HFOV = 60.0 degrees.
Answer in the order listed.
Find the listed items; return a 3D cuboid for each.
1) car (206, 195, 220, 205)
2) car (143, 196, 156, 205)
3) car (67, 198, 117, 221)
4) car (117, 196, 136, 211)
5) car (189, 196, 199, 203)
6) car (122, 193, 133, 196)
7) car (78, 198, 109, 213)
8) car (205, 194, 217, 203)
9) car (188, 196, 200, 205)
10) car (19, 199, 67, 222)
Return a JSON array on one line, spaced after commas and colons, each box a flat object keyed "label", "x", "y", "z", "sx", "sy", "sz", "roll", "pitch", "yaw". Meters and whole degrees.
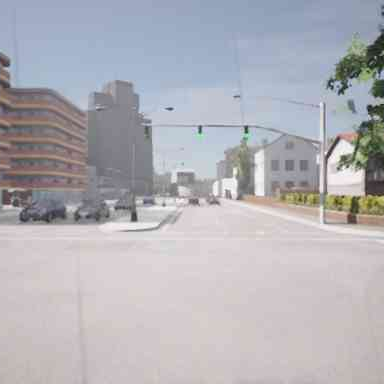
[{"label": "car", "x": 3.815, "y": 1.601, "z": 57.921, "sx": 1.895, "sy": 1.301, "sz": 4.718, "roll": 0, "pitch": 0, "yaw": 0}, {"label": "car", "x": -7.682, "y": 1.478, "z": 60.060, "sx": 1.882, "sy": 1.535, "sz": 5.008, "roll": 0, "pitch": 0, "yaw": 1}, {"label": "car", "x": -7.949, "y": 1.492, "z": 26.860, "sx": 2.128, "sy": 1.511, "sz": 4.902, "roll": 0, "pitch": 0, "yaw": 0}, {"label": "car", "x": -7.871, "y": 1.563, "z": 39.528, "sx": 1.994, "sy": 1.385, "sz": 4.181, "roll": 0, "pitch": 0, "yaw": 0}, {"label": "car", "x": 0.370, "y": 1.592, "z": 67.941, "sx": 1.895, "sy": 1.301, "sz": 4.718, "roll": 0, "pitch": 0, "yaw": 0}, {"label": "car", "x": -11.198, "y": 1.222, "z": 58.421, "sx": 2.150, "sy": 2.045, "sz": 5.566, "roll": 0, "pitch": 0, "yaw": 1}, {"label": "car", "x": -11.377, "y": 1.490, "z": 38.730, "sx": 2.128, "sy": 1.511, "sz": 4.902, "roll": 0, "pitch": 0, "yaw": 0}, {"label": "car", "x": 3.870, "y": 1.341, "z": 67.861, "sx": 2.097, "sy": 1.767, "sz": 4.553, "roll": 0, "pitch": 0, "yaw": 0}, {"label": "car", "x": 0.313, "y": 1.478, "z": 57.494, "sx": 1.882, "sy": 1.535, "sz": 5.008, "roll": 0, "pitch": 0, "yaw": 0}, {"label": "car", "x": -11.455, "y": 1.353, "z": 25.914, "sx": 2.097, "sy": 1.767, "sz": 4.553, "roll": 0, "pitch": 0, "yaw": 0}]
